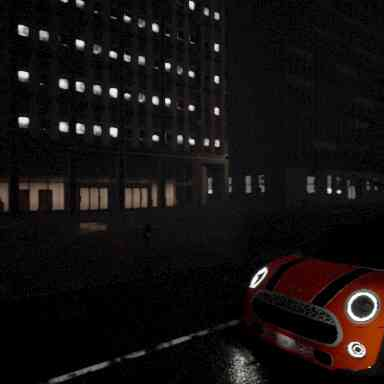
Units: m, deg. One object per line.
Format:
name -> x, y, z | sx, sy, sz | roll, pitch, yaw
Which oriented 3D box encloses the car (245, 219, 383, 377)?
car -> 3.015, 1.289, 5.548 | 4.553, 1.767, 2.097 | -1, 0, -36
